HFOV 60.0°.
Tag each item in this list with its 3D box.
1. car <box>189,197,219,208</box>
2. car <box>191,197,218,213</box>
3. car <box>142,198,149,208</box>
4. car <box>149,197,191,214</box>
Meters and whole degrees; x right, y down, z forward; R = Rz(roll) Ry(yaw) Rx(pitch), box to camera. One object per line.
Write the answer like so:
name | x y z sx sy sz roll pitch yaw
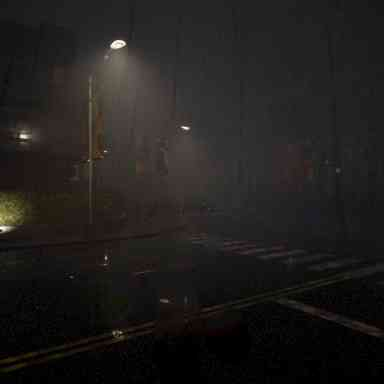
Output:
car | 1.760 1.477 49.498 1.882 1.535 5.008 0 0 -35
car | 0.688 1.563 36.683 1.994 1.385 4.181 0 0 -35
car | -5.113 1.491 45.110 2.128 1.511 4.902 0 0 -34
car | -2.397 1.525 34.987 1.812 1.442 4.674 0 0 -35
